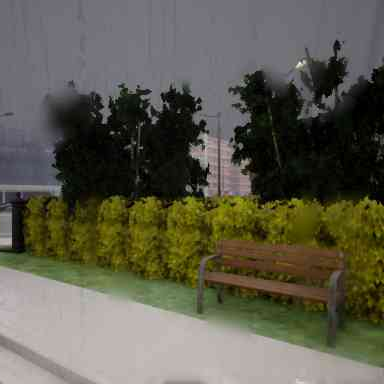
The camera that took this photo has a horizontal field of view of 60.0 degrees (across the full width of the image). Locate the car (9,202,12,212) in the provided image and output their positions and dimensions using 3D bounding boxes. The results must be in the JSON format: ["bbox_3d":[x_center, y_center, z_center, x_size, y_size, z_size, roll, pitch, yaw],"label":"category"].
[{"bbox_3d":[-16.604,1.480,35.837,1.812,1.442,4.674,0,0,35],"label":"car"}]

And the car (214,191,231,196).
[{"bbox_3d":[6.132,0.572,68.099,2.097,1.767,4.553,0,1,35],"label":"car"}]

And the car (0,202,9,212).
[{"bbox_3d":[-19.742,1.520,37.456,1.994,1.385,4.181,0,0,35],"label":"car"}]
